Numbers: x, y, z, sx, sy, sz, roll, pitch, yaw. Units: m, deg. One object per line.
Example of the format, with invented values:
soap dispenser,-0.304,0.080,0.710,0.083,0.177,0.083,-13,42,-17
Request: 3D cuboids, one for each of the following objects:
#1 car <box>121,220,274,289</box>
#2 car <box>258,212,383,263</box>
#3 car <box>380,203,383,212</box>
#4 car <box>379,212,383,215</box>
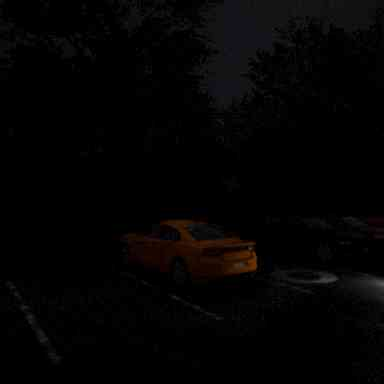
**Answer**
car,-0.370,1.527,9.538,2.097,1.535,5.008,1,0,-35
car,4.156,1.593,12.781,2.097,1.535,5.008,1,0,-36
car,10.976,1.592,17.609,2.185,1.767,4.553,1,-1,-36
car,6.425,1.672,14.397,2.002,1.452,4.674,1,-1,-36
